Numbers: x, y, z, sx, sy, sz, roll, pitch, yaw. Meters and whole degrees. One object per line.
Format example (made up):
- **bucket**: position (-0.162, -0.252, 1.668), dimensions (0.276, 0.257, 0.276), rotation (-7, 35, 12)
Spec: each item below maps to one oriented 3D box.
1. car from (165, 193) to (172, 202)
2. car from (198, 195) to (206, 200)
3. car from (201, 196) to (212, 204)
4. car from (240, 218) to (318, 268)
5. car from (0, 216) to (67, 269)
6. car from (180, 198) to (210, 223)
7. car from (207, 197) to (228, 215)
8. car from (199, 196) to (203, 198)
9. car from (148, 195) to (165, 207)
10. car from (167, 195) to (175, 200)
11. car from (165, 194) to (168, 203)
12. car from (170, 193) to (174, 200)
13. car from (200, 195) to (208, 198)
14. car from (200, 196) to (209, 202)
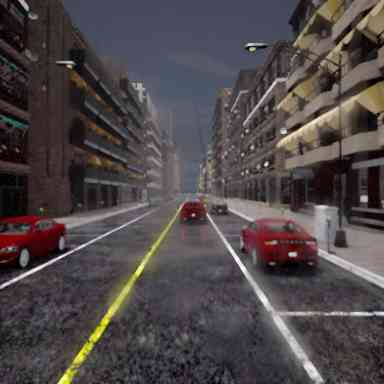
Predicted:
- **car**: position (-5.695, 1.461, 67.475), dimensions (1.887, 1.381, 4.507), rotation (0, 0, 0)
- **car**: position (2.684, 1.469, 90.017), dimensions (1.802, 1.307, 4.206), rotation (0, 0, 0)
- **car**: position (2.686, 1.490, 61.836), dimensions (1.947, 1.339, 4.313), rotation (0, 0, 0)
- **car**: position (2.690, 1.532, 11.110), dimensions (1.887, 1.381, 4.507), rotation (0, 0, 0)
- **car**: position (-5.690, 1.532, 11.114), dimensions (1.887, 1.381, 4.507), rotation (0, 0, 0)
- **car**: position (0.096, 1.448, 25.408), dimensions (1.882, 1.535, 5.008), rotation (0, 0, 0)
- **car**: position (2.689, 1.511, 33.654), dimensions (2.008, 1.369, 4.403), rotation (0, 0, 0)
- **car**: position (0.096, 1.550, 42.175), dimensions (1.895, 1.301, 4.718), rotation (0, 0, 0)
- **car**: position (-5.693, 1.489, 50.566), dimensions (2.008, 1.369, 4.403), rotation (0, 0, 0)
- **car**: position (-5.696, 1.413, 89.850), dimensions (1.752, 1.417, 4.829), rotation (0, 0, 0)
- **car**: position (-5.694, 1.482, 56.203), dimensions (2.008, 1.369, 4.403), rotation (0, 0, 0)
- **car**: position (-5.695, 1.217, 78.748), dimensions (2.192, 1.841, 5.009), rotation (0, 0, 0)
- **car**: position (2.687, 1.456, 56.369), dimensions (1.752, 1.417, 4.829), rotation (0, 0, 0)
- **car**: position (2.685, 1.491, 73.108), dimensions (1.802, 1.307, 4.206), rotation (0, 0, 0)
